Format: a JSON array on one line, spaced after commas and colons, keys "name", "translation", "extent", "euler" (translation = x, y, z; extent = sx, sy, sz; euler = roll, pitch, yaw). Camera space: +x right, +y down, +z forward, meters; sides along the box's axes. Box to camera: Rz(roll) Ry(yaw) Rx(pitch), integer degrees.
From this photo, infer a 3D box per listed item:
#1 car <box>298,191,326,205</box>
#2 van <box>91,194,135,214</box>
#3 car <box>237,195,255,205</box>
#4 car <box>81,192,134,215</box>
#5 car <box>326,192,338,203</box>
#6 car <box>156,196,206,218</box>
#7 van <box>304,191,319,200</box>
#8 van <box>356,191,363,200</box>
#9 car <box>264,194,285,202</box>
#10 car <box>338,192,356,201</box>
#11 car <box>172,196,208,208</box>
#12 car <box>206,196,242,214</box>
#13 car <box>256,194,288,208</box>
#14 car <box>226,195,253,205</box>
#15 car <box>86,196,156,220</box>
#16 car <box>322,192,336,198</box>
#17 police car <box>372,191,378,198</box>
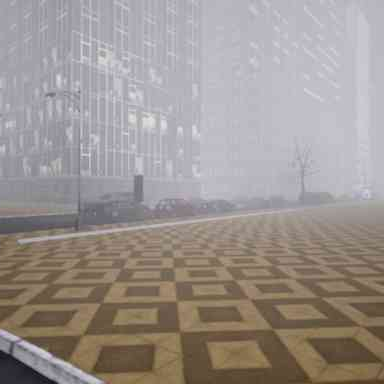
[{"name": "car", "translation": [17.265, 0.879, 48.811], "extent": [2.192, 1.841, 5.009], "euler": [1, 1, 41]}, {"name": "van", "translation": [-7.676, 1.096, 32.748], "extent": [1.690, 1.788, 3.998], "euler": [1, 1, 41]}, {"name": "car", "translation": [8.889, 1.189, 47.849], "extent": [1.895, 1.301, 4.718], "euler": [0, 1, 41]}, {"name": "car", "translation": [-7.093, 1.006, 29.272], "extent": [2.150, 2.045, 5.566], "euler": [0, 1, 41]}, {"name": "car", "translation": [20.965, 0.833, 53.133], "extent": [2.192, 1.841, 5.009], "euler": [1, 1, 41]}, {"name": "car", "translation": [-1.138, 1.234, 27.127], "extent": [1.967, 1.590, 4.097], "euler": [1, 1, 41]}, {"name": "van", "translation": [25.709, 0.685, 71.563], "extent": [1.690, 1.788, 3.998], "euler": [1, 1, 41]}, {"name": "van", "translation": [35.762, 0.677, 70.420], "extent": [1.690, 1.788, 3.998], "euler": [1, 1, 41]}, {"name": "car", "translation": [14.610, 1.047, 58.601], "extent": [1.947, 1.339, 4.313], "euler": [1, 1, 41]}, {"name": "car", "translation": [28.473, 0.951, 61.908], "extent": [1.752, 1.417, 4.829], "euler": [1, 1, 41]}, {"name": "car", "translation": [-0.194, 1.208, 41.321], "extent": [1.887, 1.381, 4.507], "euler": [1, 1, 41]}, {"name": "car", "translation": [2.518, 1.313, 31.486], "extent": [1.947, 1.339, 4.313], "euler": [1, 1, 41]}, {"name": "car", "translation": [9.866, 1.237, 40.172], "extent": [1.802, 1.307, 4.206], "euler": [1, 1, 41]}, {"name": "car", "translation": [7.210, 1.138, 49.957], "extent": [1.947, 1.339, 4.313], "euler": [1, 1, 41]}, {"name": "car", "translation": [-5.507, 1.314, 26.278], "extent": [1.837, 1.490, 4.892], "euler": [0, 1, 41]}, {"name": "car", "translation": [33.107, 0.820, 80.211], "extent": [1.947, 1.339, 4.313], "euler": [1, 1, 41]}, {"name": "police car", "translation": [43.147, 0.667, 79.559], "extent": [1.930, 1.638, 5.238], "euler": [0, 1, 41]}]
